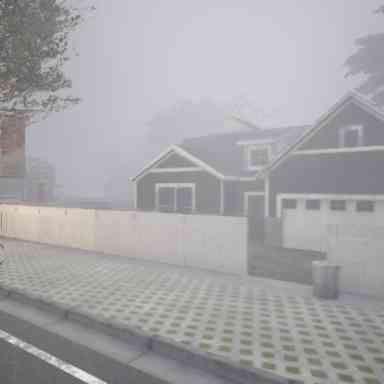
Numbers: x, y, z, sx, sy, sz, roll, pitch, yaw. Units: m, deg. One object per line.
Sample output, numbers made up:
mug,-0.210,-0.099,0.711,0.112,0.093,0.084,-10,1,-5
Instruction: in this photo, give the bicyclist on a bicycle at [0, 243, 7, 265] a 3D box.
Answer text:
bicyclist on a bicycle,-5.997,1.282,9.545,1.656,1.620,0.582,0,6,19
